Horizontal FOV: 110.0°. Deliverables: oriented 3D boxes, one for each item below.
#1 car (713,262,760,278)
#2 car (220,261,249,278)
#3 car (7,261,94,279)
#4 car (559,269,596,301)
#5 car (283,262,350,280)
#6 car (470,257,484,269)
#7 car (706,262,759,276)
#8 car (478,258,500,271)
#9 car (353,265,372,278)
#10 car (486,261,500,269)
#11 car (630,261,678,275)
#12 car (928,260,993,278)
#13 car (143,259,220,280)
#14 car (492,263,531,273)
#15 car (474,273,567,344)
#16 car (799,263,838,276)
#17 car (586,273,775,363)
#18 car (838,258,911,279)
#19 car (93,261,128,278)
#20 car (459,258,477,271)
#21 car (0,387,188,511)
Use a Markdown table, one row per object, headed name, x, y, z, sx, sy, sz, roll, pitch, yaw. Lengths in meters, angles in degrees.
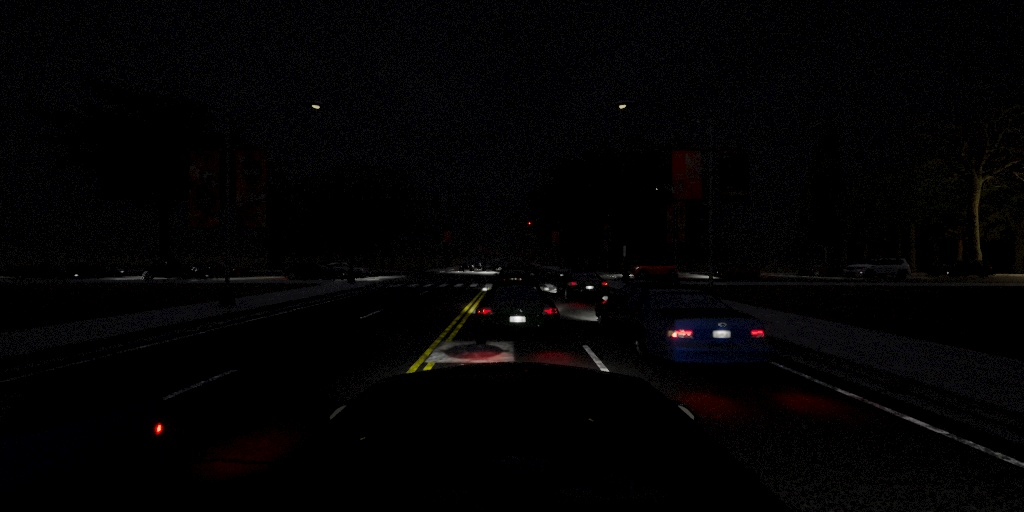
| name | x | y | z | sx | sy | sz | roll | pitch | yaw |
| --- | --- | --- | --- | --- | --- | --- | --- | --- | --- |
| car | 23.234 | 1.522 | 37.156 | 4.181 | 1.385 | 1.994 | 0 | 0 | -2 |
| car | -27.275 | 1.210 | 33.315 | 5.008 | 1.535 | 1.882 | 0 | 0 | -1 |
| car | -38.617 | 1.292 | 29.963 | 4.718 | 1.301 | 1.895 | 0 | 0 | 0 |
| car | 3.358 | 1.340 | 17.553 | 1.994 | 1.385 | 4.181 | 0 | 0 | 0 |
| car | -16.476 | 1.272 | 30.030 | 4.892 | 1.490 | 1.837 | 0 | 0 | 3 |
| car | -6.550 | 1.194 | 62.052 | 2.150 | 2.045 | 5.566 | 0 | 0 | 0 |
| car | 24.804 | 1.476 | 40.403 | 4.892 | 1.490 | 1.837 | 0 | 0 | -1 |
| car | -3.313 | 1.406 | 52.753 | 2.128 | 1.511 | 4.902 | 0 | 0 | 0 |
| car | -15.637 | 1.300 | 33.585 | 4.674 | 1.442 | 1.812 | 0 | 0 | -4 |
| car | -3.290 | 1.523 | 62.504 | 2.033 | 1.411 | 5.357 | 0 | 0 | 1 |
| car | 14.600 | 1.266 | 37.062 | 4.553 | 1.767 | 2.097 | 0 | 0 | -1 |
| car | 50.626 | 1.458 | 40.504 | 5.566 | 2.045 | 2.150 | 1 | 0 | 0 |
| car | -27.839 | 1.076 | 30.062 | 4.553 | 1.767 | 2.097 | 0 | 0 | -1 |
| car | 0.099 | 1.284 | 18.565 | 1.837 | 1.490 | 4.892 | 0 | 0 | 0 |
| car | 0.107 | 1.321 | 9.659 | 1.994 | 1.385 | 4.181 | 0 | 0 | 0 |
| car | 35.292 | 1.508 | 40.469 | 5.008 | 1.535 | 1.882 | 0 | 0 | 1 |
| car | 3.354 | 1.303 | 8.257 | 2.033 | 1.411 | 5.357 | 0 | 0 | 0 |
| car | 37.868 | 1.261 | 37.243 | 5.566 | 2.045 | 2.150 | 0 | 0 | 0 |
| car | -38.589 | 1.189 | 33.215 | 4.902 | 1.511 | 2.128 | 0 | 0 | 0 |
| car | -6.565 | 1.417 | 52.201 | 1.837 | 1.490 | 4.892 | 0 | 0 | 0 |
| car | -3.357 | 1.297 | 0.240 | 2.033 | 1.411 | 5.357 | 0 | 0 | 0 |
